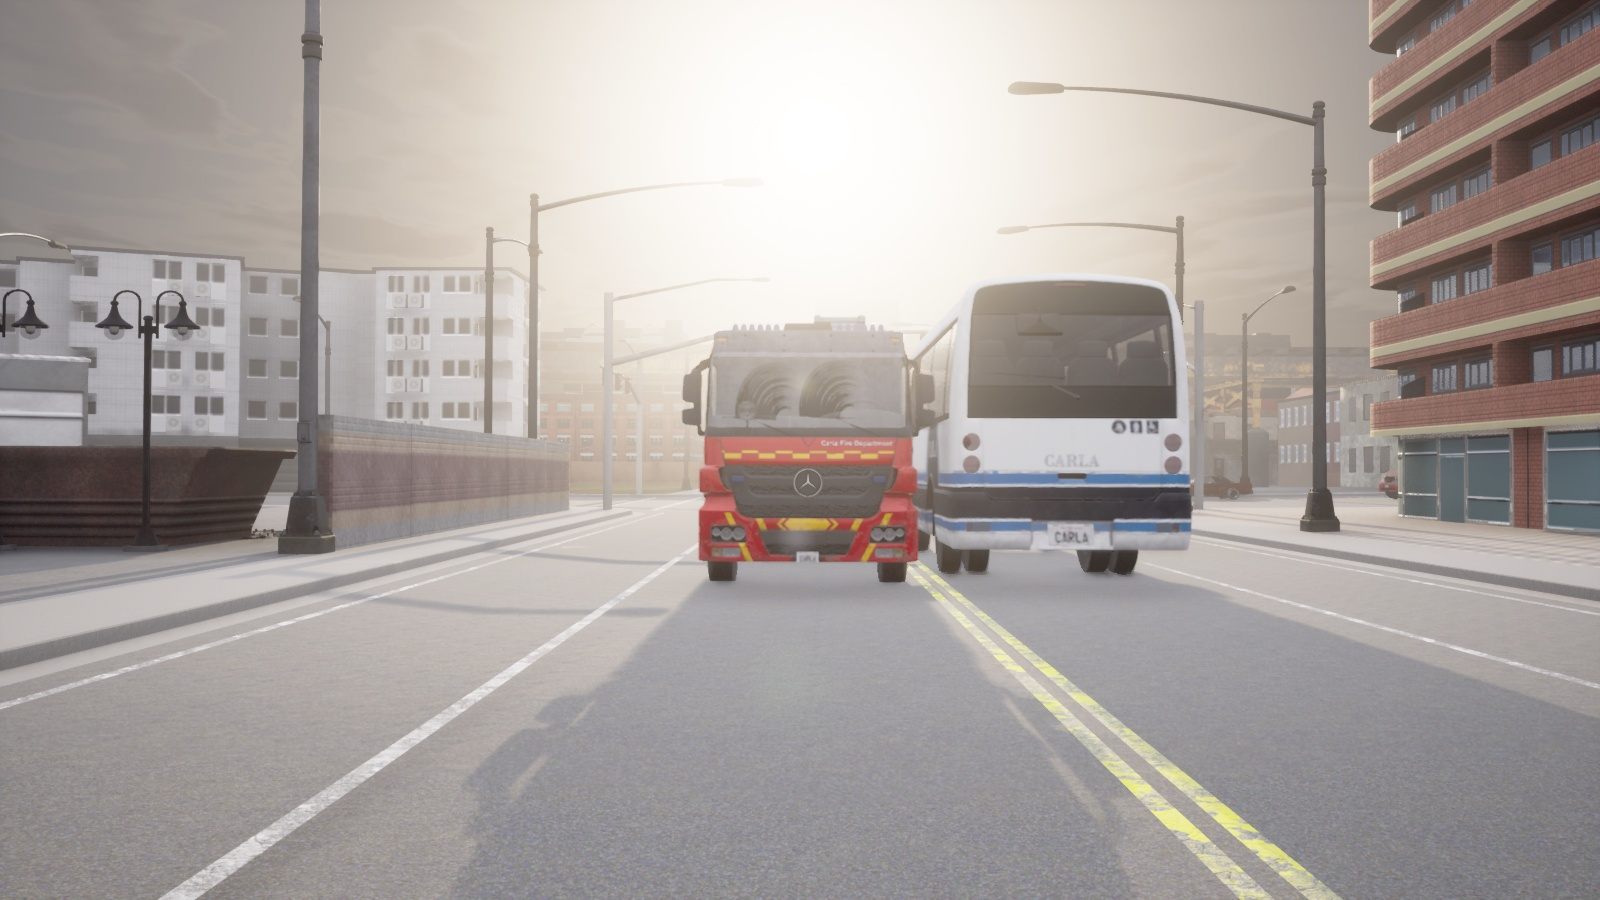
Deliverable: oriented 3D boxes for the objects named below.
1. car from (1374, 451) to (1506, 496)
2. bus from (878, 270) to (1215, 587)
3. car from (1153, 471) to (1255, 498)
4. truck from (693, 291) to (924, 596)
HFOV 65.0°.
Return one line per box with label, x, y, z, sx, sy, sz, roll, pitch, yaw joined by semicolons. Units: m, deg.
car;31.872;1.167;62.617;5.566;2.045;2.150;-1;-1;-6
bus;3.638;-0.207;22.056;3.944;4.253;10.273;0;-1;0
car;21.271;1.809;66.245;4.718;1.301;1.895;-1;-1;1
truck;0.127;-0.016;20.001;2.891;3.827;8.468;0;-1;0
